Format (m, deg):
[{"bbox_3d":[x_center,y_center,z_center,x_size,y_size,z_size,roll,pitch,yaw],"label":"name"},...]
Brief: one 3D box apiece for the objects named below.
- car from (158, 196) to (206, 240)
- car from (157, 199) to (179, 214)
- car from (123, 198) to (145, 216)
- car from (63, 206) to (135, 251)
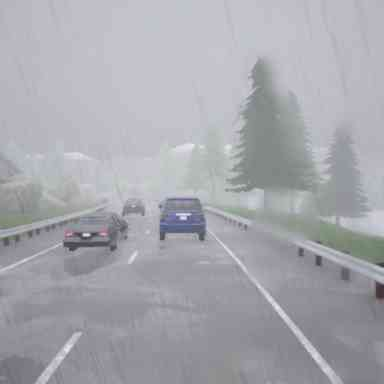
[{"bbox_3d":[-0.565,1.225,17.173,2.150,2.045,5.566,0,0,-4],"label":"car"},{"bbox_3d":[-2.694,1.556,36.774,2.033,1.411,5.357,0,0,-9],"label":"car"},{"bbox_3d":[-5.735,1.363,33.027,2.097,1.767,4.553,0,0,-8],"label":"car"},{"bbox_3d":[-3.870,1.553,14.212,2.033,1.411,5.357,0,0,-3],"label":"car"}]
